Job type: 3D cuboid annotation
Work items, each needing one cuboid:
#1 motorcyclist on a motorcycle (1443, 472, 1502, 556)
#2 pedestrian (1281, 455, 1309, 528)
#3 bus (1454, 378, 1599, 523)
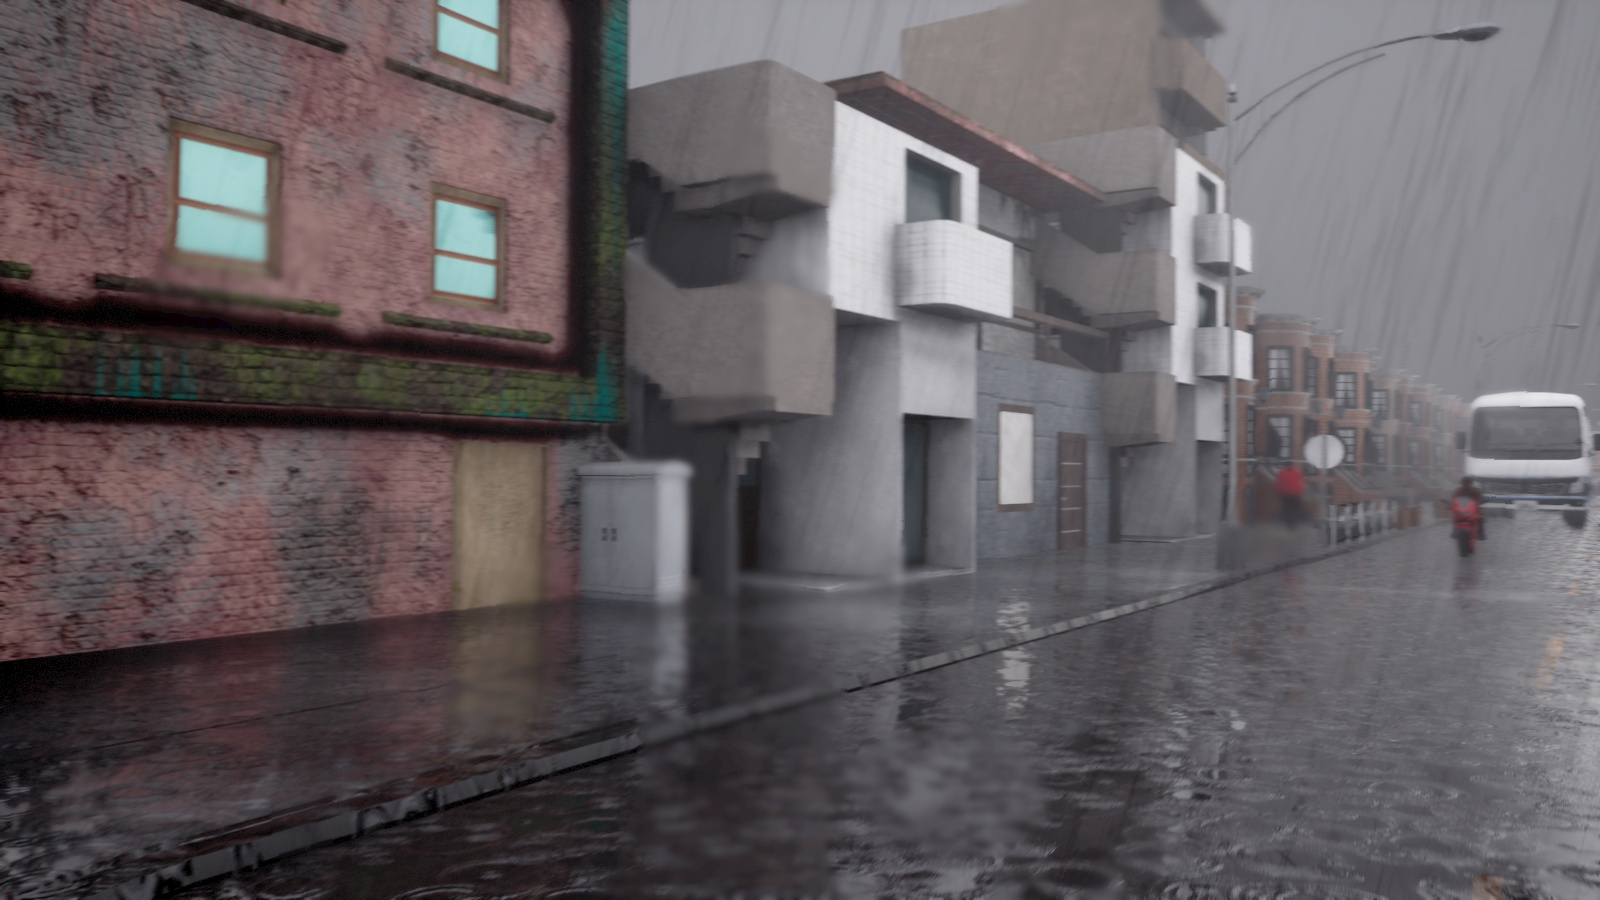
[{"bbox_3d":[12.766,1.176,23.810,0.797,1.523,2.044,-1,-1,33],"label":"motorcyclist on a motorcycle"},{"bbox_3d":[12.698,1.045,32.213,0.634,1.844,0.899,-1,-1,23],"label":"pedestrian"},{"bbox_3d":[24.748,0.107,42.110,3.944,4.253,10.273,-1,-1,33],"label":"bus"}]
